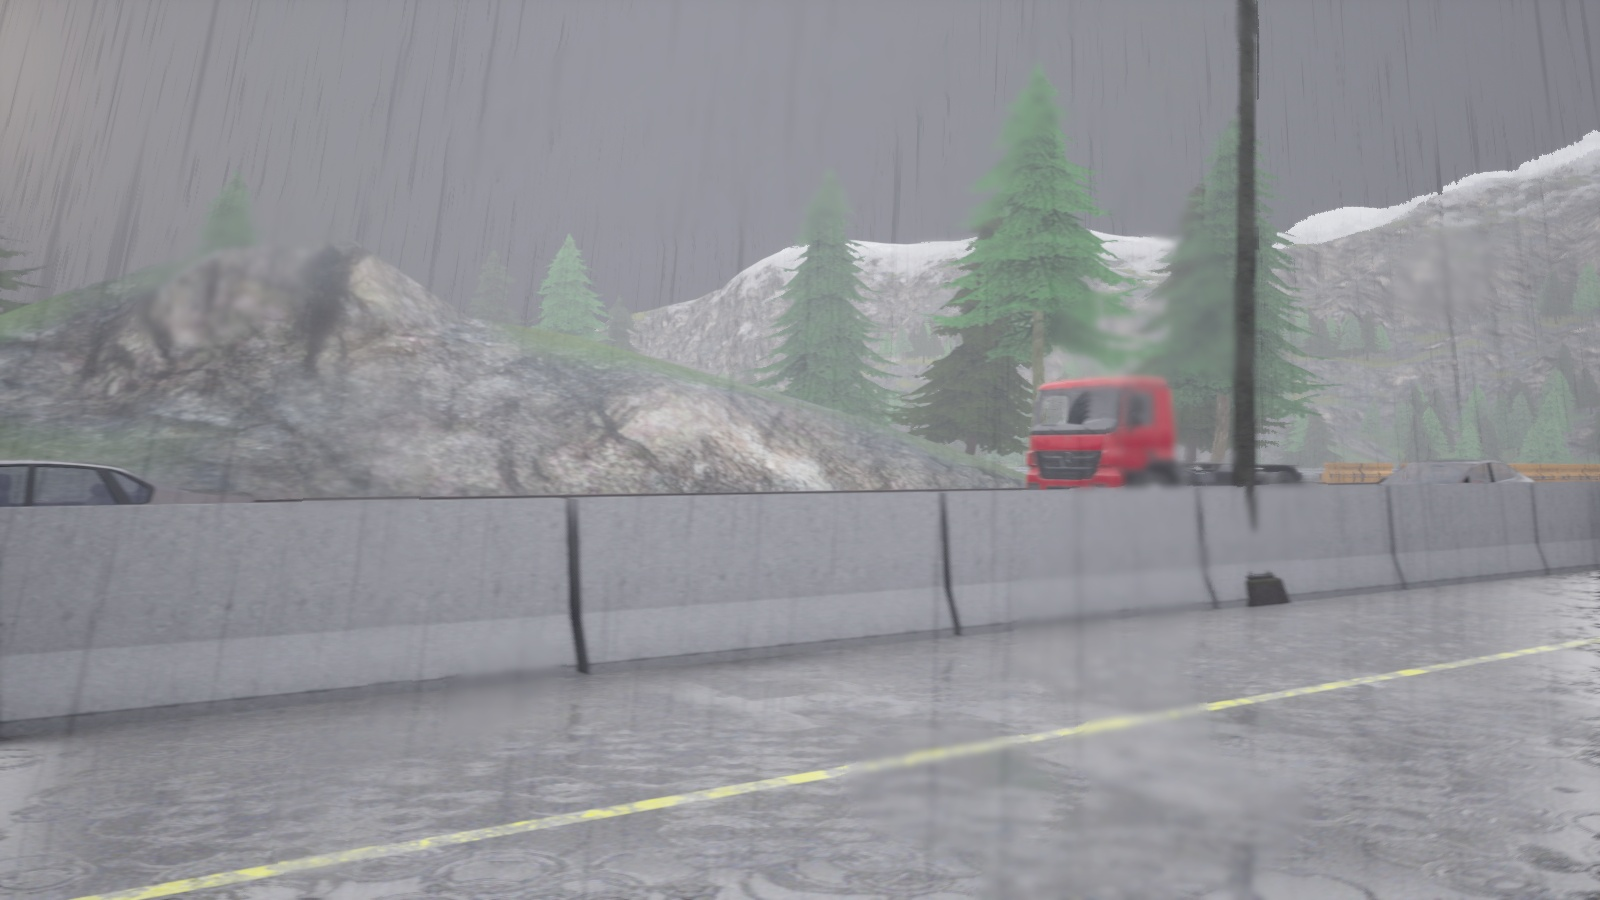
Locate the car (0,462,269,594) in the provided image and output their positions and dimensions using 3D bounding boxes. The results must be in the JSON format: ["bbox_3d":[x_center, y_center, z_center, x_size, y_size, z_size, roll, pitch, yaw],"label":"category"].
[{"bbox_3d":[-9.146,0.849,14.350,5.357,1.411,2.033,0,0,-35],"label":"car"}]

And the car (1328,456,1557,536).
[{"bbox_3d":[13.142,0.863,25.596,4.792,1.488,2.163,0,0,-35],"label":"car"}]

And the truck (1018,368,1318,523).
[{"bbox_3d":[9.355,-0.095,31.516,7.936,3.462,2.891,0,0,-35],"label":"truck"}]
